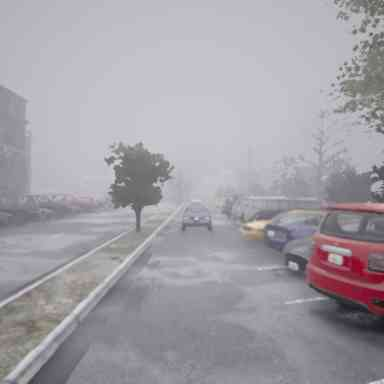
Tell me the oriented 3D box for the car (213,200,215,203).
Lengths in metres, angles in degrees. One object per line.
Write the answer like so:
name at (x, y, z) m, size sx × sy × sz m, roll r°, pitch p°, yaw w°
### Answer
car at (5.201, 1.525, 39.513) m, size 4.792 × 1.488 × 2.163 m, roll 1°, pitch 0°, yaw -19°

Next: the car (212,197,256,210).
car at (5.441, 1.496, 42.985) m, size 5.366 × 1.575 × 1.946 m, roll 1°, pitch 0°, yaw -19°

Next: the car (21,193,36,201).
car at (-34.125, 1.032, 69.397) m, size 2.185 × 1.767 × 4.553 m, roll 0°, pitch -1°, yaw -18°

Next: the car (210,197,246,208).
car at (5.358, 1.498, 49.706) m, size 4.892 × 1.521 × 2.231 m, roll 1°, pitch 0°, yaw -19°

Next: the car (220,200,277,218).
car at (5.117, 1.534, 30.181) m, size 4.674 × 1.452 × 2.002 m, roll 1°, pitch 0°, yaw -19°

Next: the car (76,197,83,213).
car at (-13.027, 1.504, 31.379) m, size 4.792 × 1.488 × 2.163 m, roll -1°, pitch 0°, yaw -19°

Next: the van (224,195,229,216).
van at (4.942, 1.265, 24.189) m, size 4.442 × 1.987 × 1.878 m, roll 1°, pitch 0°, yaw -19°

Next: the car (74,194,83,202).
car at (-29.426, 1.548, 86.228) m, size 2.185 × 1.767 × 4.553 m, roll 1°, pitch -3°, yaw -19°

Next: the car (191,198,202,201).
car at (0.527, 1.537, 42.021) m, size 1.812 × 1.442 × 4.674 m, roll 0°, pitch 0°, yaw 1°

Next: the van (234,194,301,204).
van at (4.881, 1.263, 18.234) m, size 4.442 × 1.987 × 1.878 m, roll 1°, pitch 0°, yaw -19°

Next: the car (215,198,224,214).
car at (5.112, 1.242, 27.219) m, size 5.566 × 2.045 × 2.435 m, roll 1°, pitch 0°, yaw -19°

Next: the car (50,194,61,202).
car at (-35.488, 1.552, 86.435) m, size 2.185 × 1.767 × 4.553 m, roll 1°, pitch -3°, yaw -18°

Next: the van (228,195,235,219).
van at (4.911, 1.264, 21.212) m, size 4.442 × 1.987 × 1.878 m, roll 1°, pitch 0°, yaw -19°

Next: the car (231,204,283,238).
car at (4.778, 1.484, 15.237) m, size 5.366 × 1.575 × 1.946 m, roll 1°, pitch 0°, yaw -19°

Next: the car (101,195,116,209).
car at (-12.888, 1.480, 43.403) m, size 5.008 × 1.535 × 2.097 m, roll -1°, pitch 0°, yaw -19°

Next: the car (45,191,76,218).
car at (-13.068, 1.222, 28.375) m, size 5.566 × 2.045 × 2.435 m, roll -1°, pitch 0°, yaw -19°

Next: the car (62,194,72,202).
car at (-32.461, 1.551, 86.365) m, size 2.185 × 1.767 × 4.553 m, roll 1°, pitch -3°, yaw -19°

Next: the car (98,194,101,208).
car at (-12.945, 1.352, 37.385) m, size 4.553 × 1.767 × 2.185 m, roll -1°, pitch 0°, yaw -19°

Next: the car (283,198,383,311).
car at (4.890, 1.237, 6.386) m, size 5.566 × 2.045 × 2.435 m, roll 1°, pitch 0°, yaw -19°

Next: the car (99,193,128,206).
car at (-12.817, 1.220, 49.429) m, size 5.566 × 2.045 × 2.435 m, roll -1°, pitch 0°, yaw -19°

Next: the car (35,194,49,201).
car at (-31.175, 1.158, 69.346) m, size 2.231 × 1.521 × 4.892 m, roll 0°, pitch -1°, yaw -18°

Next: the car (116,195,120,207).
car at (-12.837, 1.518, 46.428) m, size 4.674 × 1.452 × 2.002 m, roll -1°, pitch 0°, yaw -19°

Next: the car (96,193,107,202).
car at (-23.408, 1.423, 86.133) m, size 2.435 × 2.045 × 5.566 m, roll 1°, pitch -3°, yaw -19°

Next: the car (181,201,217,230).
car at (0.289, 1.553, 21.321) m, size 2.033 × 1.411 × 5.357 m, roll 0°, pitch 0°, yaw 1°

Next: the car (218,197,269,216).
car at (5.120, 1.368, 33.153) m, size 4.553 × 1.767 × 2.185 m, roll 1°, pitch 0°, yaw -19°

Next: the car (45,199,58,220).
car at (-13.098, 1.501, 25.367) m, size 4.792 × 1.488 × 2.163 m, roll -1°, pitch 0°, yaw -19°

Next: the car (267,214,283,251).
car at (4.864, 1.518, 9.335) m, size 4.792 × 1.488 × 2.163 m, roll 1°, pitch 0°, yaw -19°

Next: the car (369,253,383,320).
car at (4.667, 1.482, 3.335) m, size 5.366 × 1.575 × 1.946 m, roll 1°, pitch 0°, yaw -20°

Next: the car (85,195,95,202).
car at (-26.412, 1.675, 86.183) m, size 2.231 × 1.521 × 4.892 m, roll 1°, pitch -3°, yaw -19°

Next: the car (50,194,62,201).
car at (-28.218, 1.196, 69.276) m, size 2.002 × 1.452 × 4.674 m, roll 1°, pitch -1°, yaw -19°

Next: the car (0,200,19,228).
car at (-13.198, 1.470, 19.346) m, size 5.008 × 1.535 × 2.097 m, roll -1°, pitch 0°, yaw -19°

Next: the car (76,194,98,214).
car at (-12.995, 1.225, 34.389) m, size 5.566 × 2.045 × 2.435 m, roll -1°, pitch 0°, yaw -19°

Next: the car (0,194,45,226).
car at (-13.188, 1.220, 22.335) m, size 5.566 × 2.045 × 2.435 m, roll -1°, pitch 0°, yaw -19°

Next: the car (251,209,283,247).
car at (4.948, 1.519, 12.338) m, size 4.792 × 1.488 × 2.163 m, roll 1°, pitch 0°, yaw -19°

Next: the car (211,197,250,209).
car at (5.304, 1.498, 46.312) m, size 4.892 × 1.521 × 2.231 m, roll 1°, pitch 0°, yaw -19°

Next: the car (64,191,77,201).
car at (-25.243, 0.904, 69.183) m, size 2.435 × 2.045 × 5.566 m, roll 1°, pitch -1°, yaw -18°
